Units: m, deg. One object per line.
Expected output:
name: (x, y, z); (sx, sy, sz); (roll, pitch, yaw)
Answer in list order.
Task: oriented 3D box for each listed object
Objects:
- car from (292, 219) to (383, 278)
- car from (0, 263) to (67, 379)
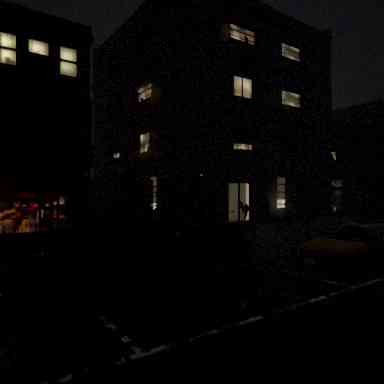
car: (5.056, 1.526, 10.177); (4.829, 1.417, 1.752); (0, 0, -36)
car: (-3.795, 1.551, 3.854); (4.403, 1.369, 2.008); (0, 0, -36)
